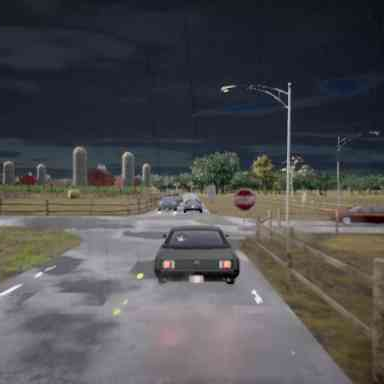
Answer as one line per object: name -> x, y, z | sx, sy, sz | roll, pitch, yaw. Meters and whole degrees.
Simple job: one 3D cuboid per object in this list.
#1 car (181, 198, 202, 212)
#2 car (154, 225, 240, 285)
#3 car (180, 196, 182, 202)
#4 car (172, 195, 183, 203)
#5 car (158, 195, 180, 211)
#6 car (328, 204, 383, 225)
car -> 0.113, 1.465, 36.622 | 1.994, 1.385, 4.181 | 0, 0, 0
car -> 0.105, 1.578, 9.355 | 1.895, 1.301, 4.718 | 0, 0, 0
car -> -2.804, 1.457, 49.326 | 1.895, 1.301, 4.718 | 0, 0, 0
car -> -2.736, 1.362, 64.346 | 1.994, 1.385, 4.181 | 0, 0, 0
car -> -2.779, 1.245, 38.900 | 2.097, 1.767, 4.553 | 0, 0, -1
car -> 12.838, 1.674, 24.992 | 5.008, 1.535, 1.882 | 1, 1, 1
